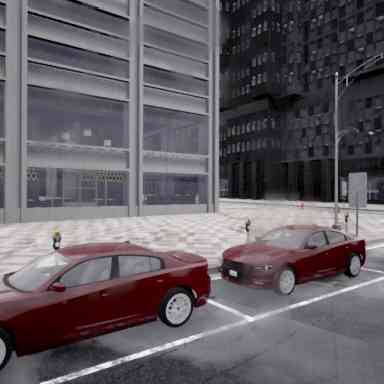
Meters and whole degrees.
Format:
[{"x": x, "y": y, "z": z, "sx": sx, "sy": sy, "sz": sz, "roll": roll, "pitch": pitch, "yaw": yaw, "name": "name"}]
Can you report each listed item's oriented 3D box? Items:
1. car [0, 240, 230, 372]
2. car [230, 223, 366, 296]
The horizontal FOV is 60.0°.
[{"x": -1.755, "y": 1.545, "z": 5.416, "sx": 4.507, "sy": 1.381, "sz": 1.887, "roll": 0, "pitch": 0, "yaw": -36, "name": "car"}, {"x": 2.736, "y": 1.545, "z": 8.635, "sx": 4.507, "sy": 1.381, "sz": 1.887, "roll": 0, "pitch": 0, "yaw": -36, "name": "car"}]
